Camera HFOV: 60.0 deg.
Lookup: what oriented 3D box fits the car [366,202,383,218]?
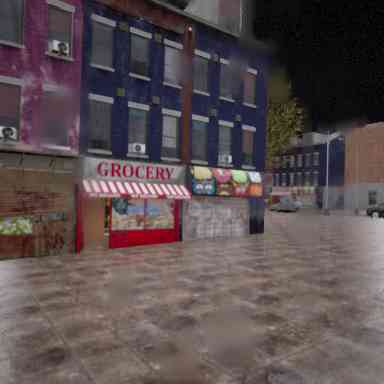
[{"bbox_3d":[16.663,1.531,26.772,1.837,1.490,4.892,2,-2,-34],"label":"car"}]

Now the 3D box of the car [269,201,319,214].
[{"bbox_3d":[10.694,1.652,35.273,2.033,1.411,5.357,2,-2,-35],"label":"car"}]
